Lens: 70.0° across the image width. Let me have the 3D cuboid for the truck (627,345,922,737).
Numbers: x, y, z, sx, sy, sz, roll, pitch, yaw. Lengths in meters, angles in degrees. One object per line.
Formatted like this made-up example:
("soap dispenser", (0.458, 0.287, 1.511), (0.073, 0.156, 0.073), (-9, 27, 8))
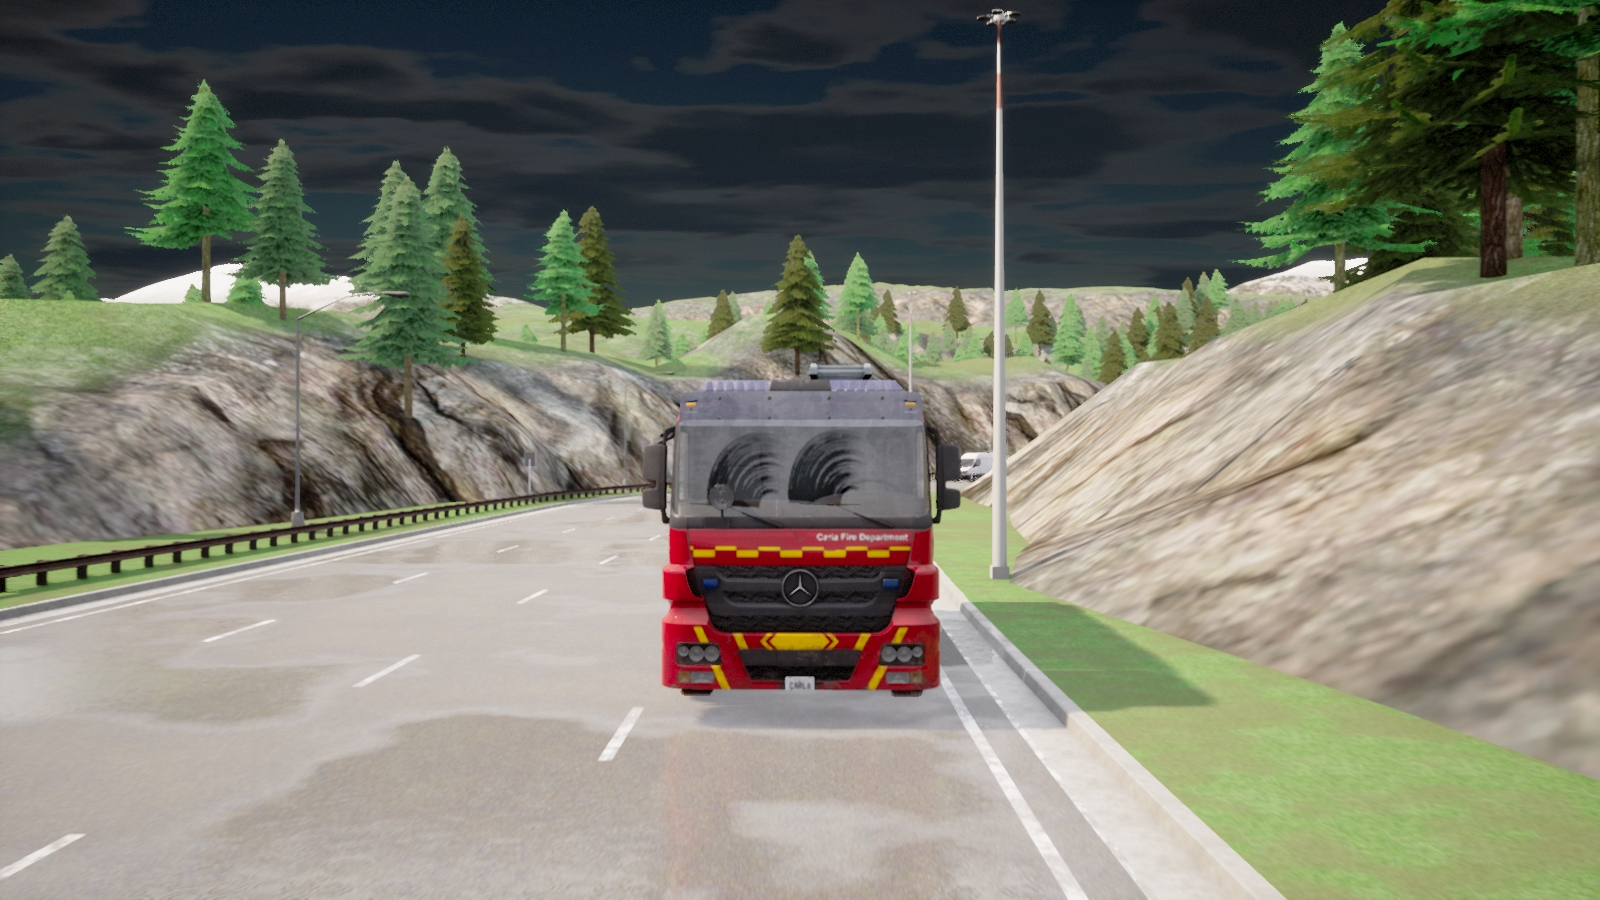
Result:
("truck", (-0.190, 0.889, 15.428), (2.891, 3.827, 8.468), (0, 0, 1))
